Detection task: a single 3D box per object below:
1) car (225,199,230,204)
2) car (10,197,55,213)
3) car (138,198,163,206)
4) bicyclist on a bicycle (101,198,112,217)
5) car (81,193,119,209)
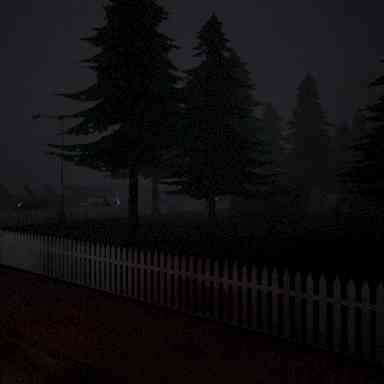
[{"bbox_3d":[4.292,1.221,51.455,2.150,2.045,5.566,0,0,34],"label":"car"},{"bbox_3d":[-18.032,1.352,37.629,2.097,1.767,4.553,0,0,34],"label":"car"},{"bbox_3d":[-6.801,1.491,54.093,2.128,1.511,4.902,0,0,35],"label":"car"},{"bbox_3d":[-7.176,1.302,27.836,1.656,1.620,0.582,0,0,34],"label":"bicyclist on a bicycle"},{"bbox_3d":[-12.537,1.221,45.704,2.150,2.045,5.566,0,0,34],"label":"car"}]
